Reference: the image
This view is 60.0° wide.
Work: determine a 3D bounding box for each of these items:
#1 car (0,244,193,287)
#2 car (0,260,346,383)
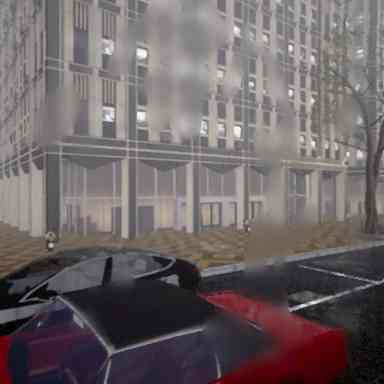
[{"bbox_3d":[-1.808,1.576,5.279,4.313,1.339,1.947,0,-1,-35],"label":"car"},{"bbox_3d":[-0.818,1.607,2.795,4.718,1.301,1.895,0,0,-35],"label":"car"}]
